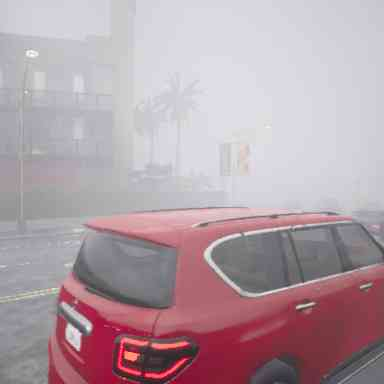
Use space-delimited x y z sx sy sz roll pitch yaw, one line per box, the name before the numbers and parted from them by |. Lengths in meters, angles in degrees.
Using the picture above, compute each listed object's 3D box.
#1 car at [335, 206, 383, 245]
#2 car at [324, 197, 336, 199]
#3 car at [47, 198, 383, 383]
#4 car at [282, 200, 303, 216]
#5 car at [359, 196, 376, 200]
car | 9.122 1.541 16.866 2.033 1.411 5.357 0 0 39
car | 13.749 1.336 33.440 2.097 1.767 4.553 0 0 16
car | 1.135 1.221 4.331 5.566 2.045 2.150 0 0 -39
car | 10.231 1.547 33.856 1.994 1.385 4.181 0 0 17
car | 17.532 1.464 33.651 1.882 1.535 5.008 0 0 15
